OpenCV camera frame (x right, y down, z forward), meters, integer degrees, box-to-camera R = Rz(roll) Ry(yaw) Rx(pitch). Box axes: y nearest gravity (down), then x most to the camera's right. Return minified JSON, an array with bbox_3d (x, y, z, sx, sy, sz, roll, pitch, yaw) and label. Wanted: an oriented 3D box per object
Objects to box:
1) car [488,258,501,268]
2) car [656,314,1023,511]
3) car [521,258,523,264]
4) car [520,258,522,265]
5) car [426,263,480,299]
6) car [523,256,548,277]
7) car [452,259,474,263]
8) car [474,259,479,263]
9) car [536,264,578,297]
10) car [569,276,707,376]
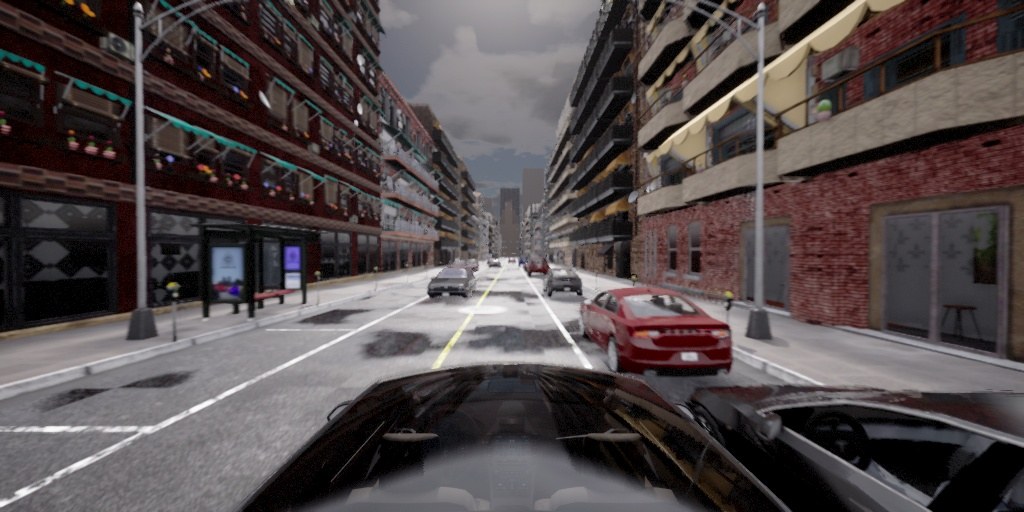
[{"bbox_3d":[-2.801,1.279,59.542,1.994,1.385,4.181,0,0,1],"label":"car"},{"bbox_3d":[2.532,1.316,1.663,1.948,1.339,4.313,0,0,0],"label":"car"},{"bbox_3d":[2.566,1.160,46.978,1.967,1.591,4.097,0,0,0],"label":"car"},{"bbox_3d":[2.561,1.300,52.642,1.802,1.307,4.207,0,0,0],"label":"car"},{"bbox_3d":[-2.854,1.285,18.182,2.033,1.411,5.357,0,0,0],"label":"car"},{"bbox_3d":[2.552,1.040,35.650,2.192,1.841,5.009,0,0,0],"label":"car"},{"bbox_3d":[-5.318,1.165,35.883,1.967,1.591,4.097,0,0,0],"label":"car"},{"bbox_3d":[-5.319,1.159,47.186,1.967,1.591,4.097,0,0,0],"label":"car"},{"bbox_3d":[2.530,1.288,18.657,2.007,1.370,4.403,0,0,0],"label":"car"},{"bbox_3d":[2.531,1.291,7.328,1.888,1.381,4.507,0,0,0],"label":"car"}]
